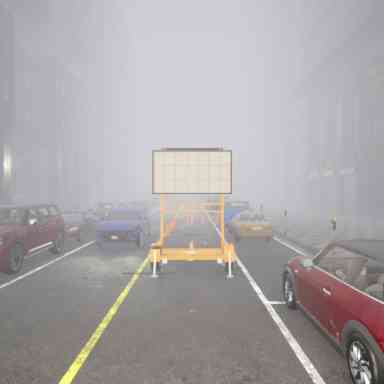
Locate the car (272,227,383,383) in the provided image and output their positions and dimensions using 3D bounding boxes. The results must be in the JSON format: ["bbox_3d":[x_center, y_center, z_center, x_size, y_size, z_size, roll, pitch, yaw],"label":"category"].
[{"bbox_3d":[2.764,1.440,5.124,1.967,1.590,4.097,0,0,0],"label":"car"}]

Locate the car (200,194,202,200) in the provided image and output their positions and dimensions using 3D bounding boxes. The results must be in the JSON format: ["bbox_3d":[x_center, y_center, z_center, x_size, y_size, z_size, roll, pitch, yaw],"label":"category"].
[{"bbox_3d":[2.803,1.457,55.540,1.967,1.590,4.097,0,0,0],"label":"car"}]

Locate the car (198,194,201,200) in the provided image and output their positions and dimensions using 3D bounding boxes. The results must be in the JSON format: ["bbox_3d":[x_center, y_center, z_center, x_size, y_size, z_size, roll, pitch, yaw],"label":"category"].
[{"bbox_3d":[2.812,1.465,66.743,1.967,1.590,4.097,0,0,0],"label":"car"}]

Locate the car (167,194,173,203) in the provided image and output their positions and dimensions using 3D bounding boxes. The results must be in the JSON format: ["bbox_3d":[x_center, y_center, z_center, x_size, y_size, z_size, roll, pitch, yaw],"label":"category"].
[{"bbox_3d":[-5.709,1.468,72.342,1.967,1.590,4.097,0,0,0],"label":"car"}]

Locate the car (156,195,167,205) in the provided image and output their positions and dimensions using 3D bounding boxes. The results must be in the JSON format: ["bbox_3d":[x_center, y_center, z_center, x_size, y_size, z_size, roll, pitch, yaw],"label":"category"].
[{"bbox_3d":[-5.722,1.561,55.536,1.887,1.381,4.507,0,0,0],"label":"car"}]

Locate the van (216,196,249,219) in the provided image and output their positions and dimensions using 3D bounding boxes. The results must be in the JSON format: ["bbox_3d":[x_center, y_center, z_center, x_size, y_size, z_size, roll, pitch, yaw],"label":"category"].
[{"bbox_3d":[2.776,1.342,21.930,1.690,1.788,3.998,0,0,0],"label":"van"}]

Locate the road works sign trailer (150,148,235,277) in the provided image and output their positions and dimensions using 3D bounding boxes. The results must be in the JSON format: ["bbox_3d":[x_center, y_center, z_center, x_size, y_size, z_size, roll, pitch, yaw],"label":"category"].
[{"bbox_3d":[0.007,0.464,10.170,2.380,3.560,2.880,0,0,0],"label":"road works sign trailer"}]

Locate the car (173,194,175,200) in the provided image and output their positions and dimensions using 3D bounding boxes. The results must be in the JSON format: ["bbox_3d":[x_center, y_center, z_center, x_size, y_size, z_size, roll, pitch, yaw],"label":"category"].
[{"bbox_3d":[-5.704,1.577,77.943,1.887,1.381,4.507,0,0,0],"label":"car"}]

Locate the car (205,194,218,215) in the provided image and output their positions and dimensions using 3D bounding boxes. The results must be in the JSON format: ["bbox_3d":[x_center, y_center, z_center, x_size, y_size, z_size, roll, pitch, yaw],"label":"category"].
[{"bbox_3d":[2.785,1.319,33.133,2.192,1.841,5.009,0,0,0],"label":"car"}]

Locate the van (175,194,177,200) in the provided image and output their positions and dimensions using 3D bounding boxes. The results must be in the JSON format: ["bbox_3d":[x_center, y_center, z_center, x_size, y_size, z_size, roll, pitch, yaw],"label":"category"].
[{"bbox_3d":[-5.696,1.381,89.149,1.690,1.788,3.998,0,0,0],"label":"van"}]

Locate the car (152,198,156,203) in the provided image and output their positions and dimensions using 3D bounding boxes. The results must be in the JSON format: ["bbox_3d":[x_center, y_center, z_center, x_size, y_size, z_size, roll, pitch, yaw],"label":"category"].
[{"bbox_3d":[-5.735,1.572,38.729,1.947,1.339,4.313,0,0,0],"label":"car"}]

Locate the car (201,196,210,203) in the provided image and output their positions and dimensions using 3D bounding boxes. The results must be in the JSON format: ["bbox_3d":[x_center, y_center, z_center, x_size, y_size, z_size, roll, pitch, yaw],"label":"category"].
[{"bbox_3d":[2.817,1.610,72.345,1.802,1.307,4.206,0,0,0],"label":"car"}]

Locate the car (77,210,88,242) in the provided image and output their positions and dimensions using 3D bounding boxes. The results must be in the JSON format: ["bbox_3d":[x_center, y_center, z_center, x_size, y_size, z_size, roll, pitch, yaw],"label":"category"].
[{"bbox_3d":[-5.752,1.582,16.321,1.802,1.307,4.206,0,0,0],"label":"car"}]

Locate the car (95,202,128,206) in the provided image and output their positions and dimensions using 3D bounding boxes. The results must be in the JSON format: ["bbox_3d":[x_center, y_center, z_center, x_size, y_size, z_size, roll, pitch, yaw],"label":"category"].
[{"bbox_3d":[-5.748,1.441,21.923,1.967,1.590,4.097,0,0,0],"label":"car"}]

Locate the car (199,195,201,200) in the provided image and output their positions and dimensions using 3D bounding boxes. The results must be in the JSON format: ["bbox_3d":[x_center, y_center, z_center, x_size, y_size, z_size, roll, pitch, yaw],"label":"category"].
[{"bbox_3d":[2.808,1.586,61.142,1.947,1.339,4.313,0,0,0],"label":"car"}]

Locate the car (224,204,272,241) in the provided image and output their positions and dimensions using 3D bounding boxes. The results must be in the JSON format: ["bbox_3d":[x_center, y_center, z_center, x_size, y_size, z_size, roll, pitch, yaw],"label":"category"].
[{"bbox_3d":[2.773,1.525,16.499,1.752,1.417,4.829,0,0,0],"label":"car"}]

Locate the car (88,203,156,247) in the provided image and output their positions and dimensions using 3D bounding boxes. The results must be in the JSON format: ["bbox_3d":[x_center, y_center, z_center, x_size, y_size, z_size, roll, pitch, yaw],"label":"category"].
[{"bbox_3d":[-2.988,1.477,15.322,1.882,1.535,5.008,0,0,0],"label":"car"}]

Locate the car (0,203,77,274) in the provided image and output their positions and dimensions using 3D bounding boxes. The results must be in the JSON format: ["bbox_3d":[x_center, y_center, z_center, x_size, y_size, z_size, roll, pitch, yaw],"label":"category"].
[{"bbox_3d":[-5.757,1.315,10.719,2.192,1.841,5.009,0,0,0],"label":"car"}]

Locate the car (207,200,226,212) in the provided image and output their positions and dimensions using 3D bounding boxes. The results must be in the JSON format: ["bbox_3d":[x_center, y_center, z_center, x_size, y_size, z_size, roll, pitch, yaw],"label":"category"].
[{"bbox_3d":[2.790,1.588,38.735,1.802,1.307,4.206,0,0,0],"label":"car"}]

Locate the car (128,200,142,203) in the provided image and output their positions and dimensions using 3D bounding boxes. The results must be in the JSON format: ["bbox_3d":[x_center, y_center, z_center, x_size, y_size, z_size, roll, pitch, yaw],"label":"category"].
[{"bbox_3d":[-5.743,1.553,27.525,2.008,1.369,4.403,0,0,0],"label":"car"}]

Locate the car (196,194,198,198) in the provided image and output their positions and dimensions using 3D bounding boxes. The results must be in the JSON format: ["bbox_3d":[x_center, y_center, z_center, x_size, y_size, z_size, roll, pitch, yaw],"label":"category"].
[{"bbox_3d":[2.830,1.585,89.150,1.887,1.381,4.507,0,0,0],"label":"car"}]

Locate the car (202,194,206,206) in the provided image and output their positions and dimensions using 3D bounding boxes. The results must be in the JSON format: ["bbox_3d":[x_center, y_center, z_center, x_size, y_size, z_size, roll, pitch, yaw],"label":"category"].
[{"bbox_3d":[2.794,1.324,44.337,2.192,1.841,5.009,0,0,0],"label":"car"}]

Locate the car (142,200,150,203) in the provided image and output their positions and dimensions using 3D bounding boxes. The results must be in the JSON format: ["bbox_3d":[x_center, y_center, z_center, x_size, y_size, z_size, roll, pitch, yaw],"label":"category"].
[{"bbox_3d":[-5.739,1.570,33.127,1.947,1.339,4.313,0,0,0],"label":"car"}]
